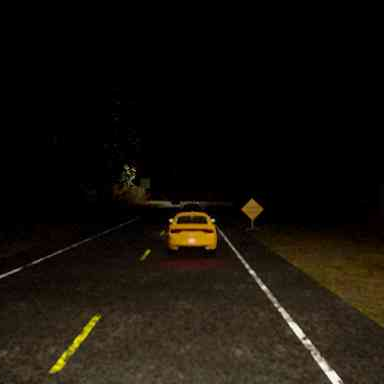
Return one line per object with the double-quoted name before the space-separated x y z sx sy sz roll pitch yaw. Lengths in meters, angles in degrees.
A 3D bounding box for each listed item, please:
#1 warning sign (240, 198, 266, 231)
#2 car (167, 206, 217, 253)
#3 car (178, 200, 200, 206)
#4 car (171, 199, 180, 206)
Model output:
"warning sign" 3.540 1.297 19.507 1.300 1.860 1.060 0 -1 0
"car" 0.004 1.613 14.467 1.882 1.535 5.008 0 0 0
"car" -0.002 1.780 29.312 1.837 1.490 4.892 0 0 0
"car" -3.519 2.187 71.697 2.033 1.411 5.357 0 0 0
